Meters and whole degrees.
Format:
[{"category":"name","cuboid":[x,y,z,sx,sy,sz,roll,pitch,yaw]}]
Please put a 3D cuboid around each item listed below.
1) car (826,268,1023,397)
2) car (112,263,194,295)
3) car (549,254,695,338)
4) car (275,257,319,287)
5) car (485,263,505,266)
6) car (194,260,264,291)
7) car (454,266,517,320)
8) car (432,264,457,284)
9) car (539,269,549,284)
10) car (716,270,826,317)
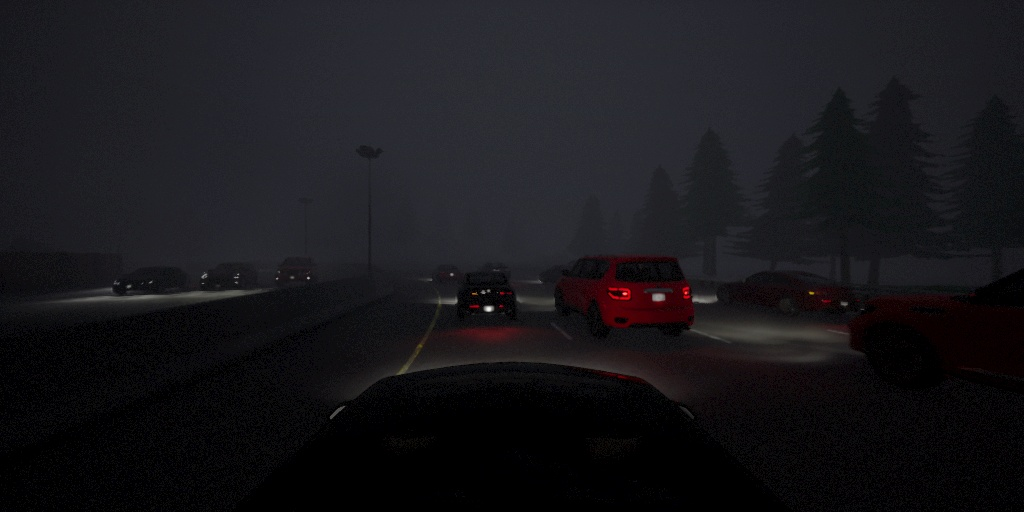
[{"category":"car","cuboid":[6.903,0.937,3.687,2.150,2.045,5.566,0,0,-4]},{"category":"car","cuboid":[-21.278,1.385,21.398,1.837,1.490,4.892,0,0,-20]},{"category":"car","cuboid":[2.837,0.967,10.369,2.150,2.045,5.566,0,0,-7]},{"category":"car","cuboid":[-15.681,1.076,26.411,2.150,2.045,5.566,0,0,-23]},{"category":"car","cuboid":[-1.553,1.274,28.967,2.128,1.511,4.902,0,0,-19]},{"category":"car","cuboid":[-18.380,1.219,23.549,2.097,1.767,4.553,0,0,-21]},{"category":"car","cuboid":[-0.989,1.270,12.707,1.837,1.490,4.892,0,0,-8]},{"category":"car","cuboid":[-5.219,1.366,28.772,1.994,1.385,4.181,0,0,-20]},{"category":"car","cuboid":[3.548,1.300,24.671,2.033,1.411,5.357,0,0,-15]},{"category":"car","cuboid":[9.536,1.236,12.870,1.812,1.442,4.674,0,0,-7]}]
